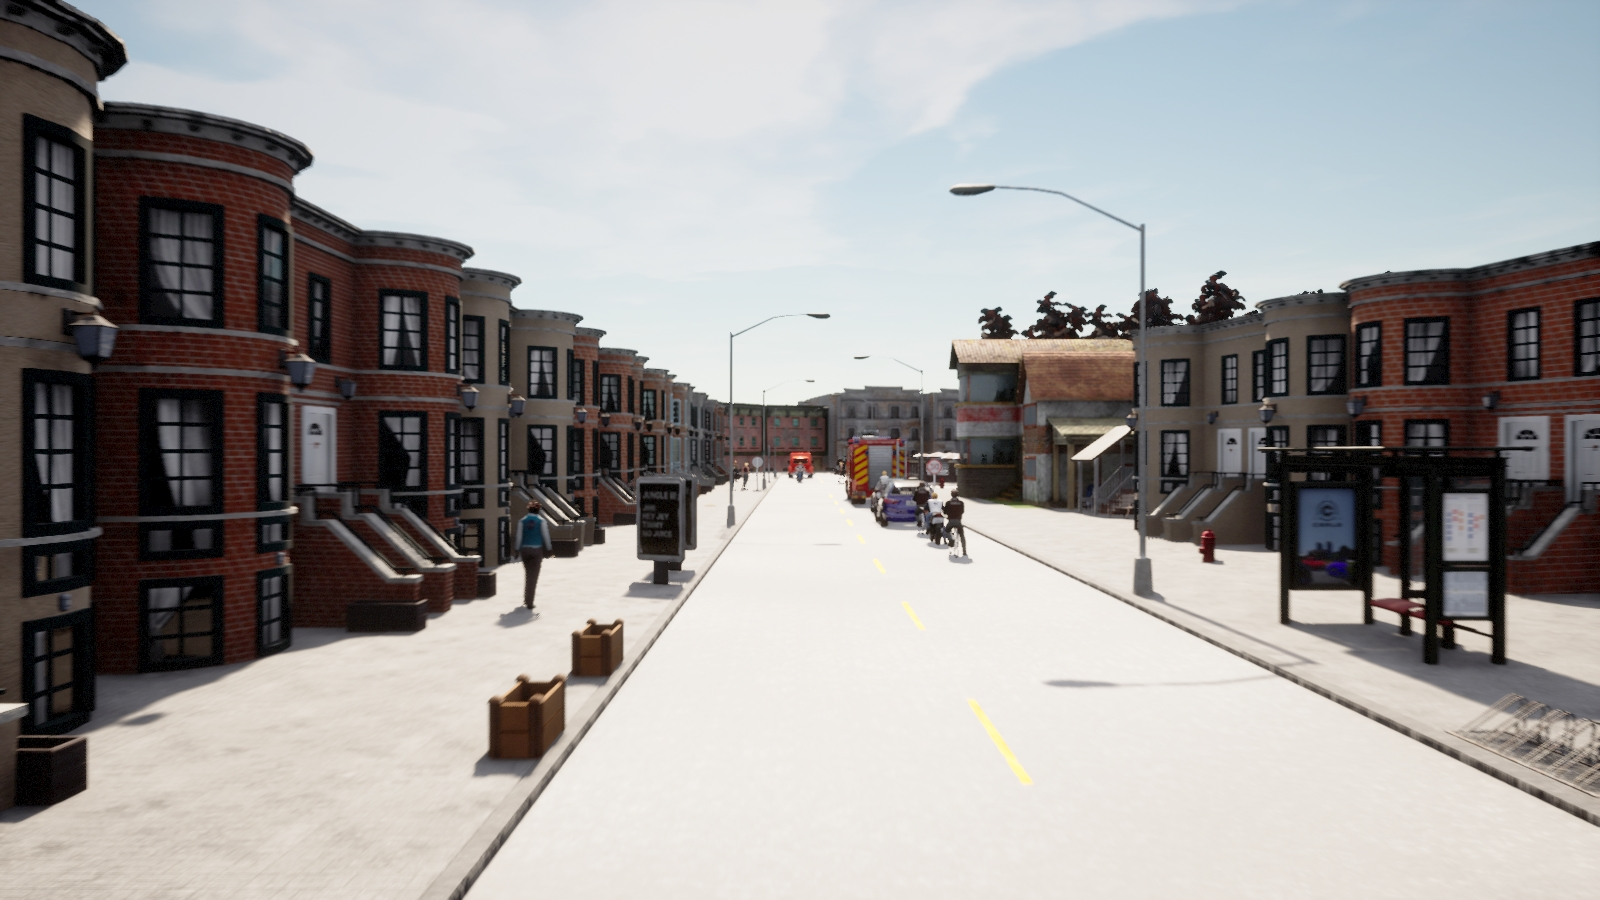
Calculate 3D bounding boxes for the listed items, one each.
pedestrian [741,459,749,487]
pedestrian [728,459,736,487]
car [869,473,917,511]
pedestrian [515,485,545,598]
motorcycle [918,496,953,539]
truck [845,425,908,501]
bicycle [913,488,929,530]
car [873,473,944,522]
[{"bbox_3d":[-3.692,1.523,76.832,0.375,1.860,0.375,0,0,24],"label":"pedestrian"},{"bbox_3d":[-4.573,1.524,76.745,0.375,1.860,0.375,0,0,18],"label":"pedestrian"},{"bbox_3d":[4.030,1.800,50.151,1.789,1.549,3.705,0,0,0],"label":"car"},{"bbox_3d":[-4.522,1.525,19.147,0.375,1.860,0.375,0,0,5],"label":"pedestrian"},{"bbox_3d":[4.016,1.993,33.976,0.803,1.145,2.033,0,0,0],"label":"motorcycle"},{"bbox_3d":[4.024,0.671,61.809,2.891,3.827,8.468,0,0,0],"label":"truck"},{"bbox_3d":[4.011,1.940,37.888,0.329,1.271,1.835,0,0,0],"label":"bicycle"},{"bbox_3d":[4.021,1.747,43.139,2.242,1.667,4.611,0,0,0],"label":"car"}]
